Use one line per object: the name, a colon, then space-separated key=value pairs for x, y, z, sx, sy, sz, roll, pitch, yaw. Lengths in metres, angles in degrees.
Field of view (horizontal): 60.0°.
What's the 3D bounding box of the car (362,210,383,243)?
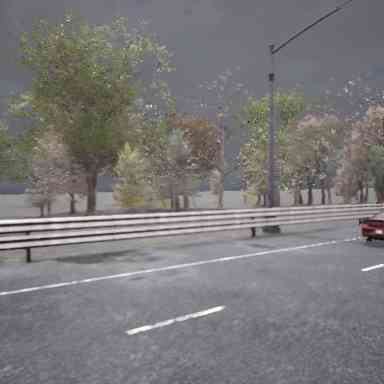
car: x=9.583 y=1.463 z=14.884 sx=5.008 sy=1.535 sz=1.882 roll=0 pitch=0 yaw=-35
